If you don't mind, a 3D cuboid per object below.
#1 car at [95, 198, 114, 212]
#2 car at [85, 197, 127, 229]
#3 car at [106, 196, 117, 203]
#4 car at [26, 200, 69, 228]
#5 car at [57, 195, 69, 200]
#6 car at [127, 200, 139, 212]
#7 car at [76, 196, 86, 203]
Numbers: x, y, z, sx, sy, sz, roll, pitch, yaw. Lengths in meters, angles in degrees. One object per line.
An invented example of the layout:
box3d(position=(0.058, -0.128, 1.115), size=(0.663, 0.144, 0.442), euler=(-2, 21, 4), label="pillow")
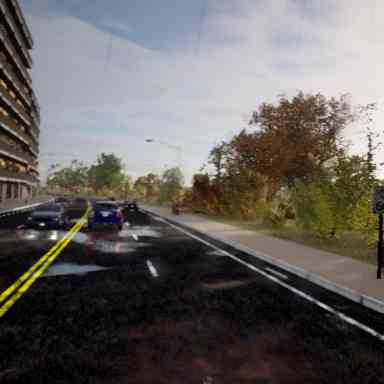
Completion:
box3d(position=(-10.753, 1.546, 40.697), size=(2.128, 1.511, 4.902), euler=(2, -1, -16), label="car")
box3d(position=(-5.690, 1.389, 21.985), size=(2.097, 1.767, 4.553), euler=(2, -1, -14), label="car")
box3d(position=(-17.788, 1.691, 73.579), size=(1.994, 1.385, 4.181), euler=(2, -1, -19), label="car")
box3d(position=(-9.057, 1.450, 21.311), size=(2.033, 1.411, 5.357), euler=(2, -1, -14), label="car")
box3d(position=(-24.712, 1.328, 63.703), size=(1.994, 1.385, 4.181), euler=(2, -1, -18), label="car")
box3d(position=(-7.905, 1.730, 42.570), size=(2.033, 1.411, 5.357), euler=(2, -1, -16), label="car")
box3d(position=(-21.632, 1.496, 64.732), size=(1.895, 1.301, 4.718), euler=(2, -1, -18), label="car")
